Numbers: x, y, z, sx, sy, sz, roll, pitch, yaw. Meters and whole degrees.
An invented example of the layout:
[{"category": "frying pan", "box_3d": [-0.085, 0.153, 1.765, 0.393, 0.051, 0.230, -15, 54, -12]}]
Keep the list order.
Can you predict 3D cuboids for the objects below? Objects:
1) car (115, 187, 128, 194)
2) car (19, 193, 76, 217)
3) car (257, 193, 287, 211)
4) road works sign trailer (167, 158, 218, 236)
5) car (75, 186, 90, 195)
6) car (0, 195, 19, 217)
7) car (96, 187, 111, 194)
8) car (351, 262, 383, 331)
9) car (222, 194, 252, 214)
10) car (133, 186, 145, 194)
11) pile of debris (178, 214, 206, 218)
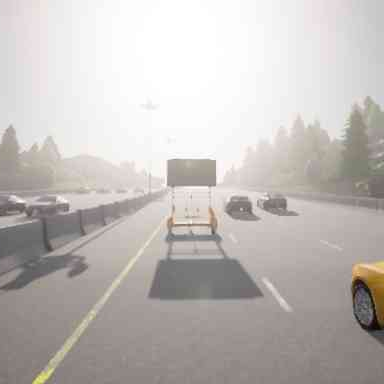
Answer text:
[{"category": "car", "box_3d": [-13.995, -0.341, 66.478, 1.994, 1.385, 4.181, 0, 2, 0]}, {"category": "car", "box_3d": [-10.585, 0.991, 24.819, 1.812, 1.442, 4.674, 0, 2, 0]}, {"category": "car", "box_3d": [7.103, 0.817, 29.861, 2.128, 1.511, 4.902, 0, 2, 0]}, {"category": "road works sign trailer", "box_3d": [-0.026, 0.147, 16.119, 2.380, 3.560, 2.880, 0, 1, -2]}, {"category": "car", "box_3d": [-20.996, -0.302, 63.969, 1.837, 1.490, 4.892, 0, 2, 0]}, {"category": "car", "box_3d": [-14.085, 0.991, 24.819, 1.812, 1.442, 4.674, 0, 2, 0]}, {"category": "car", "box_3d": [-17.493, -0.257, 65.742, 1.895, 1.301, 4.718, 0, 2, 0]}, {"category": "car", "box_3d": [3.600, 1.416, 3.608, 1.882, 1.535, 5.008, 0, 1, 0]}, {"category": "car", "box_3d": [3.603, 0.925, 26.617, 1.837, 1.490, 4.892, 0, 2, 0]}, {"category": "car", "box_3d": [-10.496, -0.394, 66.526, 2.128, 1.511, 4.902, 0, 2, 0]}, {"category": "pile of debris", "box_3d": [0.002, 1.676, 23.143, 1.860, 0.140, 1.500, 0, 2, 0]}]
